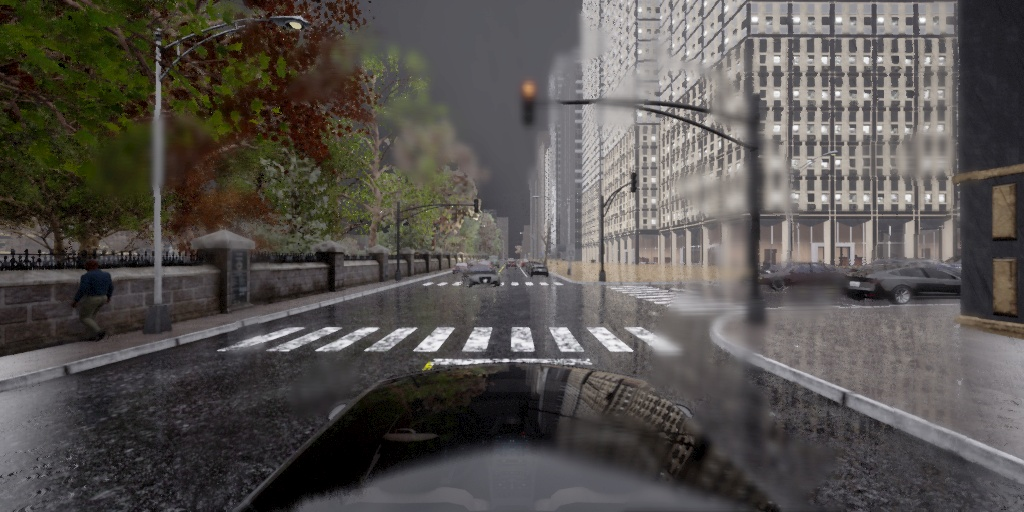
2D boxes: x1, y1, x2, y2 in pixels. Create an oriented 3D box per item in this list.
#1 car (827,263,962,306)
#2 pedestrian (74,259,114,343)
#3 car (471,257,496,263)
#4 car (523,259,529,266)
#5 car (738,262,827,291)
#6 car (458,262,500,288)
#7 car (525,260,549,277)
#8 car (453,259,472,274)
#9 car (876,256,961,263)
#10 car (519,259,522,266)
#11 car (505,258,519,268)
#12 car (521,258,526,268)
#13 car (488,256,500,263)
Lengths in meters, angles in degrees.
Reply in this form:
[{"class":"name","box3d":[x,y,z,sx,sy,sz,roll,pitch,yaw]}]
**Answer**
[{"class":"car","box3d":[14.663,1.026,13.160,4.313,1.339,1.948,0,0,0]},{"class":"pedestrian","box3d":[-8.877,0.892,7.656,0.375,1.860,0.375,0,0,0]},{"class":"car","box3d":[-3.171,1.245,40.972,1.882,1.535,5.008,0,0,0]},{"class":"car","box3d":[2.615,1.334,41.353,1.948,1.339,4.313,0,0,0]},{"class":"car","box3d":[15.107,1.025,18.958,5.357,1.411,2.033,-1,0,0]},{"class":"car","box3d":[-2.168,1.320,23.826,1.994,1.385,4.181,0,0,-16]},{"class":"car","box3d":[2.625,1.330,35.720,1.948,1.339,4.313,0,0,0]},{"class":"car","box3d":[-5.766,1.350,41.337,1.802,1.307,4.207,0,0,0]},{"class":"car","box3d":[17.776,0.911,15.797,4.902,1.511,2.128,-1,0,0]},{"class":"car","box3d":[2.573,1.336,63.883,1.888,1.381,4.507,0,0,0]},{"class":"car","box3d":[-0.116,1.294,62.551,1.837,1.490,4.892,0,0,0]},{"class":"car","box3d":[2.604,1.338,46.985,1.948,1.339,4.313,0,0,0]},{"class":"car","box3d":[-3.180,1.008,59.178,2.150,2.045,5.566,0,0,0]}]
